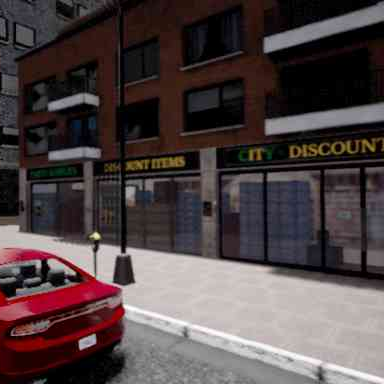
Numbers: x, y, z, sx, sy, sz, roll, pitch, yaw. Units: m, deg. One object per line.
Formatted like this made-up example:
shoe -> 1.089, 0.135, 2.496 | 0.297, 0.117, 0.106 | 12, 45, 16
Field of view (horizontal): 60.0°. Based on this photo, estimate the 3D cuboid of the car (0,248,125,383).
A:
car -> -2.979, 1.527, 5.003 | 4.507, 1.381, 1.887 | 0, -1, 35
